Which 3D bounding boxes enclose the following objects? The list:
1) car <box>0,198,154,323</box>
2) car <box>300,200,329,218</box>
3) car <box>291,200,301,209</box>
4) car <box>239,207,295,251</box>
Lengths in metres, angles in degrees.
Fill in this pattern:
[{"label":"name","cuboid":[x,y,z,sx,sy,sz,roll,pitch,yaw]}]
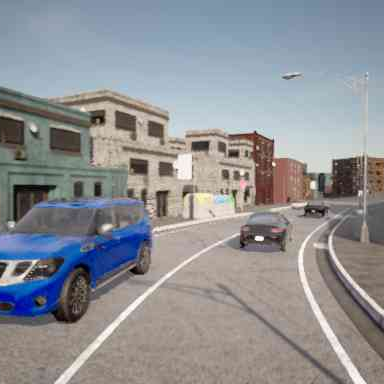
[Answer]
[{"label":"car","cuboid":[-2.605,1.187,7.645,2.150,2.045,5.566,0,0,12]},{"label":"car","cuboid":[12.381,1.629,32.946,1.882,1.535,5.008,1,0,28]},{"label":"car","cuboid":[14.851,1.759,45.423,1.895,1.301,4.718,1,0,28]},{"label":"car","cuboid":[3.313,1.566,14.483,1.812,1.442,4.674,1,0,21]}]
